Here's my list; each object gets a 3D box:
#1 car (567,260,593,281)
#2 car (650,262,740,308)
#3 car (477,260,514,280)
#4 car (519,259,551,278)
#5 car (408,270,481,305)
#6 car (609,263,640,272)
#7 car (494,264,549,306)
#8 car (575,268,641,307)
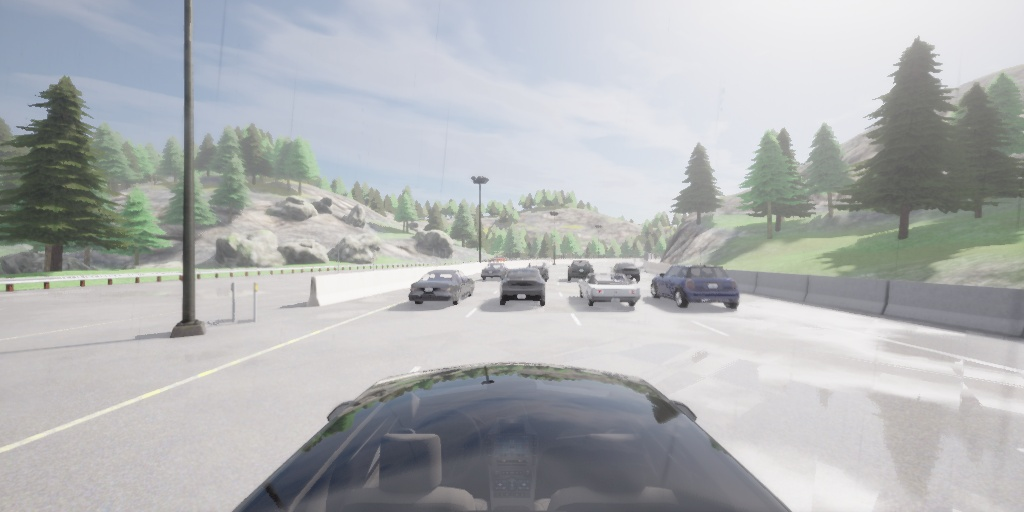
[{"bbox_3d":[5.609,1.116,29.475,2.097,1.767,4.553,0,0,9],"label":"car"},{"bbox_3d":[7.515,1.116,15.229,2.097,1.767,4.553,0,0,4],"label":"car"},{"bbox_3d":[-1.308,1.313,30.555,2.033,1.411,5.357,0,0,9],"label":"car"},{"bbox_3d":[2.153,1.245,30.030,2.128,1.511,4.902,0,0,9],"label":"car"},{"bbox_3d":[-2.953,1.313,16.047,2.033,1.411,5.357,0,0,4],"label":"car"},{"bbox_3d":[9.074,1.266,28.979,1.837,1.490,4.892,0,0,9],"label":"car"},{"bbox_3d":[0.537,1.266,15.784,1.837,1.490,4.892,0,0,4],"label":"car"},{"bbox_3d":[4.030,1.366,15.551,1.895,1.301,4.718,0,0,4],"label":"car"}]
